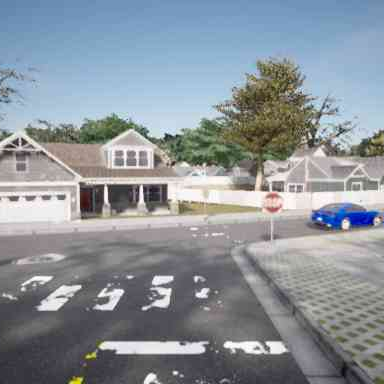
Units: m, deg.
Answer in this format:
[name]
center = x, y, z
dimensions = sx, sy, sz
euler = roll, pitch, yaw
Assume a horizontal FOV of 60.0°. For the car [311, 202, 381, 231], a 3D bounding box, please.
[car]
center = 9.571, 1.390, 20.542
dimensions = 5.008, 1.535, 1.882
euler = -1, 3, -29
